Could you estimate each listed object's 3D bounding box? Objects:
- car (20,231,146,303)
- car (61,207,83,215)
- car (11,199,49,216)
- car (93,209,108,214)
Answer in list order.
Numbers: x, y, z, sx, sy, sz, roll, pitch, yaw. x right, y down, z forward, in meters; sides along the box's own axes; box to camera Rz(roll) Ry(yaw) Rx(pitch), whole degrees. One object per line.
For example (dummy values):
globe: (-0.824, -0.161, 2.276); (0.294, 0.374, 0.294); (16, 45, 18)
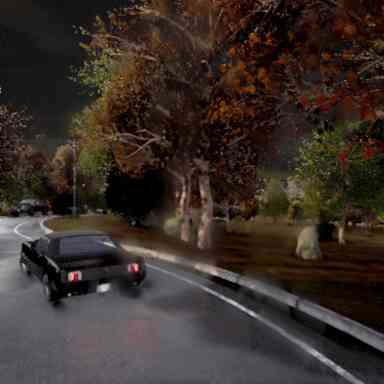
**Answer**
car: (-3.041, 1.642, 8.486); (1.895, 1.301, 4.718); (0, 0, -35)
car: (-18.713, 3.036, 52.012); (1.895, 1.301, 4.718); (0, -5, 1)
car: (-18.912, 1.799, 39.234); (2.150, 2.045, 5.566); (0, -3, 2)
car: (-18.416, 4.193, 66.864); (1.882, 1.535, 5.008); (0, -5, 1)
